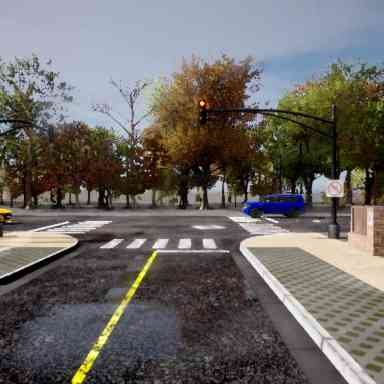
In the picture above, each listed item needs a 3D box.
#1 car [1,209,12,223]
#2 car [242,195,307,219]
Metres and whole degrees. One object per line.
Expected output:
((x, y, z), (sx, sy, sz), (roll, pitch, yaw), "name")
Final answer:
((-15.084, 1.423, 22.922), (5.008, 1.535, 1.882), (0, 0, 0), "car")
((7.308, 1.258, 29.603), (5.566, 2.045, 2.150), (0, 0, 0), "car")
